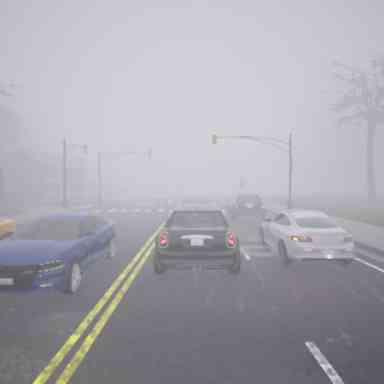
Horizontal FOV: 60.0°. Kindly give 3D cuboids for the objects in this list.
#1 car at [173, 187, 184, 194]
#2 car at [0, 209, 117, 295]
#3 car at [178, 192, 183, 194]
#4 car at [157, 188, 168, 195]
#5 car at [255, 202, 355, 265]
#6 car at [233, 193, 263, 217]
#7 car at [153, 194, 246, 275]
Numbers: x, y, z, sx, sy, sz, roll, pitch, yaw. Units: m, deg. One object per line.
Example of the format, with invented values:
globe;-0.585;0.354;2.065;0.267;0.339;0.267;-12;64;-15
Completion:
car;-2.748;-0.191;68.617;1.837;1.490;4.892;0;2;0
car;-3.283;1.268;8.405;1.882;1.535;5.008;0;1;0
car;0.188;0.995;19.837;1.882;1.535;5.008;0;1;1
car;-5.998;-0.171;68.578;2.128;1.511;4.902;0;2;0
car;3.404;1.271;10.489;1.812;1.442;4.674;0;2;1
car;3.471;0.823;21.896;2.097;1.767;4.553;0;1;1
car;0.146;1.115;9.781;2.097;1.767;4.553;0;2;1
